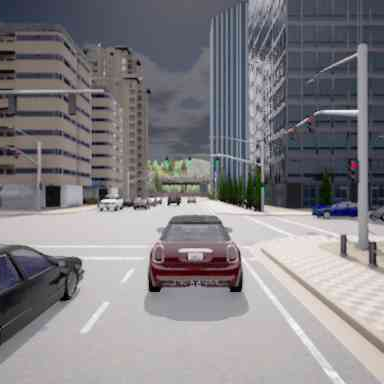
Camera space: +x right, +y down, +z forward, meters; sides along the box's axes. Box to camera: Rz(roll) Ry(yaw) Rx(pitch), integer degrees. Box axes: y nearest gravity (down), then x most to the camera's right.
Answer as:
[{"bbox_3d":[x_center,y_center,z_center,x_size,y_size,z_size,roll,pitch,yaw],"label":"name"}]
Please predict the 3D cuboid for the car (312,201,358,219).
[{"bbox_3d":[13.267,1.570,29.633,5.008,1.535,1.882,0,0,0],"label":"car"}]

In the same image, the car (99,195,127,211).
[{"bbox_3d":[-10.639,1.442,44.209,2.150,2.045,5.566,0,0,0],"label":"car"}]

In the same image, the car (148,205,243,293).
[{"bbox_3d":[0.078,1.397,9.146,2.097,1.767,4.553,0,0,0],"label":"car"}]

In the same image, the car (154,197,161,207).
[{"bbox_3d":[-7.132,1.776,57.237,2.128,1.511,4.902,0,0,0],"label":"car"}]

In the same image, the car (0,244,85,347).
[{"bbox_3d":[-3.434,1.575,5.343,2.033,1.411,5.357,0,0,0],"label":"car"}]

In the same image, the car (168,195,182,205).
[{"bbox_3d":[-3.458,1.537,63.631,2.150,2.045,5.566,0,0,0],"label":"car"}]

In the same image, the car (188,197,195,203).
[{"bbox_3d":[-0.075,1.911,84.089,1.812,1.442,4.674,0,0,0],"label":"car"}]

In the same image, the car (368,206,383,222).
[{"bbox_3d":[16.257,1.566,26.112,4.902,1.511,2.128,0,0,0],"label":"car"}]

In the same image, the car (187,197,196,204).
[{"bbox_3d":[-0.068,1.922,75.595,1.994,1.385,4.181,0,0,0],"label":"car"}]

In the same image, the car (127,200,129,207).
[{"bbox_3d":[-10.640,1.869,53.975,1.895,1.301,4.718,0,0,0],"label":"car"}]

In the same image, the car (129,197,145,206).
[{"bbox_3d":[-10.597,1.811,64.353,2.128,1.511,4.902,0,0,1],"label":"car"}]

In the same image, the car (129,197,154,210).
[{"bbox_3d":[-7.141,1.785,47.724,2.033,1.411,5.357,0,0,0],"label":"car"}]

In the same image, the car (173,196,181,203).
[{"bbox_3d":[-3.572,1.877,80.492,1.882,1.535,5.008,0,0,0],"label":"car"}]
